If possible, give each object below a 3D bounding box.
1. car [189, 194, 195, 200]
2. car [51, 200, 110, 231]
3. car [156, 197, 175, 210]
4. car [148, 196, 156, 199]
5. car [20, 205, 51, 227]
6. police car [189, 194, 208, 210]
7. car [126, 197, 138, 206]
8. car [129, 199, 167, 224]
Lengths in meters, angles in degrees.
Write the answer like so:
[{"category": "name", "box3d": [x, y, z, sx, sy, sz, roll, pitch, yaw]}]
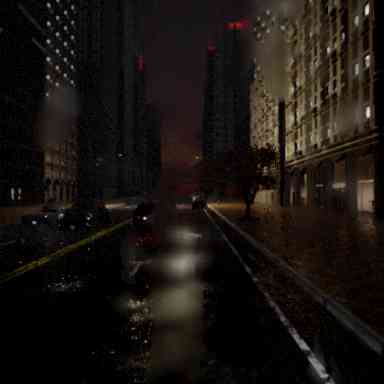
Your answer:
[{"category": "car", "box3d": [-0.026, 1.331, 95.271, 1.882, 1.535, 5.008, 0, 0, 0]}, {"category": "car", "box3d": [-6.569, 1.348, 20.575, 2.097, 1.767, 4.553, 0, 0, 0]}, {"category": "car", "box3d": [-3.163, 1.542, 42.969, 2.033, 1.411, 5.357, 0, 0, 0]}, {"category": "car", "box3d": [-6.567, 1.497, 55.830, 1.837, 1.490, 4.892, 0, 0, 1]}, {"category": "car", "box3d": [-9.801, 1.598, 22.902, 1.895, 1.301, 4.718, 0, 0, 0]}, {"category": "police car", "box3d": [0.963, 1.420, 42.396, 1.930, 1.638, 5.238, 0, 0, 0]}, {"category": "car", "box3d": [-9.818, 1.557, 55.837, 1.994, 1.385, 4.181, 0, 0, 1]}, {"category": "car", "box3d": [-3.157, 1.503, 24.762, 1.837, 1.490, 4.892, 0, 0, 0]}]
